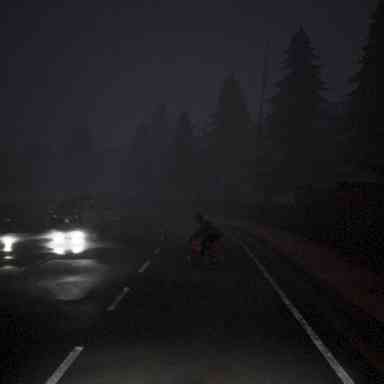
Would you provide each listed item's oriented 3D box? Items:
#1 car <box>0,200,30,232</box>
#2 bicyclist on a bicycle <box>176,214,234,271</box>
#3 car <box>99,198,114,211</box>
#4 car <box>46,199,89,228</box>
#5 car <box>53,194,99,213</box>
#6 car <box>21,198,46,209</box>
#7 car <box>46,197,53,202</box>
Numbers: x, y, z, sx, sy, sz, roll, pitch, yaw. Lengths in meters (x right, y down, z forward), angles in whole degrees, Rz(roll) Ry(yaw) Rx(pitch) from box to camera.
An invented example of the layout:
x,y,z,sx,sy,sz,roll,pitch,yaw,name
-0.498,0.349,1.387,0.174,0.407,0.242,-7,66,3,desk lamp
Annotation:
x,y,z,sx,sy,sz,roll,pitch,yaw,name
-11.413,1.476,20.058,1.882,1.535,5.008,0,0,-17,car
0.365,1.446,9.396,1.656,1.620,0.582,-1,0,2,bicyclist on a bicycle
-11.171,1.489,39.553,4.902,1.511,2.128,0,0,45,car
-8.319,1.490,22.549,2.128,1.511,4.902,0,0,-17,car
-12.771,1.219,36.438,2.150,2.045,5.566,0,0,-43,car
-21.395,1.560,42.890,4.181,1.385,1.994,0,0,26,car
-19.627,1.501,45.666,4.892,1.490,1.837,0,0,29,car
